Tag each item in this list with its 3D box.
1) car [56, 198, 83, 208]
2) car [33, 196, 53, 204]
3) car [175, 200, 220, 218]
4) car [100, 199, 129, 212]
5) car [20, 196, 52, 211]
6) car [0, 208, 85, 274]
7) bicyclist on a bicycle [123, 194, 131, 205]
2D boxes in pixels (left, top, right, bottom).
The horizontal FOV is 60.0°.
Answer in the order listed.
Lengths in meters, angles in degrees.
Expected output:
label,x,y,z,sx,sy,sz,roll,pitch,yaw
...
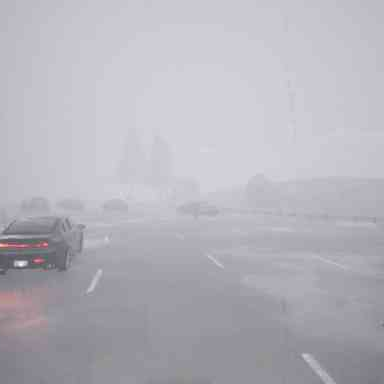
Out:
label,x,y,z,sx,sy,sz,roll,pitch,yaw
car,-14.390,1.384,38.992,1.882,1.535,5.008,0,0,-39
car,-27.986,1.434,62.428,4.181,1.385,1.994,0,0,44
car,0.375,1.444,29.090,2.033,1.411,5.357,0,0,-27
car,-8.714,1.461,37.235,1.994,1.385,4.181,0,0,-35
car,-17.795,1.274,37.511,2.097,1.767,4.553,-1,0,-40
car,-4.644,1.483,10.547,1.837,1.490,4.892,1,0,-11
bicyclist on a bicycle,-10.092,1.180,52.315,0.582,1.620,1.656,1,-20,45
